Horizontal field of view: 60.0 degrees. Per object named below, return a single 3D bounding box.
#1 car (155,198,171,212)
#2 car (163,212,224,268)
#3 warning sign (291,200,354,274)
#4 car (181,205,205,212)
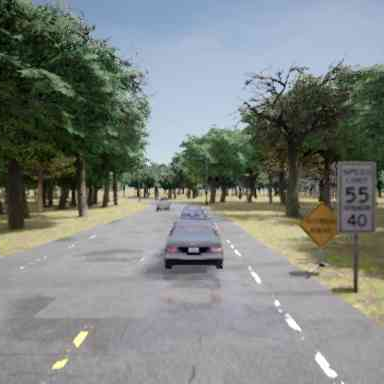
[{"bbox_3d":[-3.901,1.887,45.557,1.812,1.442,4.674,0,-1,-2],"label":"car"},{"bbox_3d":[0.063,1.639,11.556,2.033,1.411,5.357,0,0,0],"label":"car"},{"bbox_3d":[3.567,1.189,9.216,1.300,1.860,1.060,1,1,0],"label":"warning sign"},{"bbox_3d":[0.056,1.756,26.634,2.033,1.411,5.357,0,0,0],"label":"car"}]
